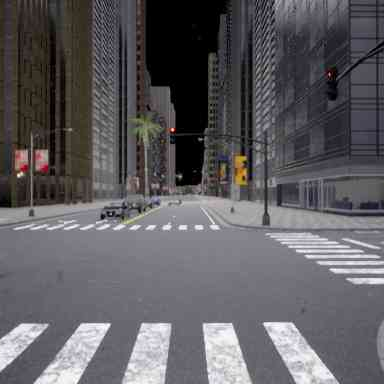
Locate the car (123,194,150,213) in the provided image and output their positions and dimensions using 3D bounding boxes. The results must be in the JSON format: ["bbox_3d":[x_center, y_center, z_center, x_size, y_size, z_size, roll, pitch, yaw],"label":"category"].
[{"bbox_3d":[-6.647,1.303,38.460,2.150,2.045,5.566,0,0,0],"label":"car"}]

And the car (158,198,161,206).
[{"bbox_3d":[-6.620,1.636,58.527,1.882,1.535,5.008,0,0,0],"label":"car"}]

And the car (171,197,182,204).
[{"bbox_3d":[-3.237,1.769,69.702,1.994,1.385,4.181,0,0,0],"label":"car"}]

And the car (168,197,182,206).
[{"bbox_3d":[-3.226,1.765,59.806,1.895,1.301,4.718,0,0,0],"label":"car"}]

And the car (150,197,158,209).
[{"bbox_3d":[-6.651,1.469,48.388,2.097,1.767,4.553,0,0,0],"label":"car"}]

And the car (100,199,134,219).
[{"bbox_3d":[-6.634,1.619,29.136,1.994,1.385,4.181,0,0,0],"label":"car"}]
